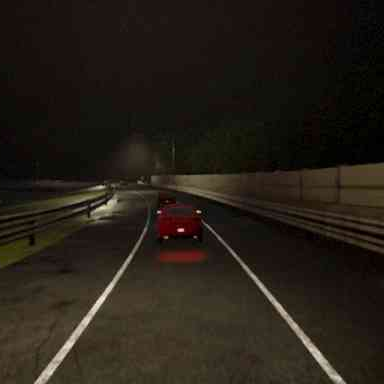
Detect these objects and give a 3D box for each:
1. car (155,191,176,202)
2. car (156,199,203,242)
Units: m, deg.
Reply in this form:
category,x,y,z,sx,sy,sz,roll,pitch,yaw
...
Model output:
category,x,y,z,sx,sy,sz,roll,pitch,yaw
car,-2.749,0.649,34.396,1.882,1.535,5.008,0,3,-9
car,-0.607,1.311,15.478,1.882,1.535,5.008,0,1,-4
